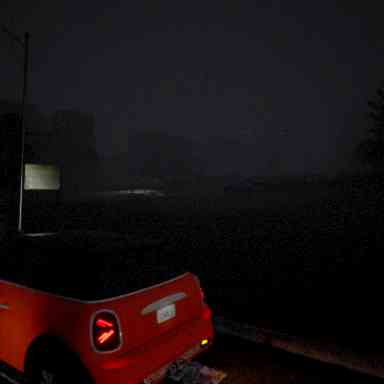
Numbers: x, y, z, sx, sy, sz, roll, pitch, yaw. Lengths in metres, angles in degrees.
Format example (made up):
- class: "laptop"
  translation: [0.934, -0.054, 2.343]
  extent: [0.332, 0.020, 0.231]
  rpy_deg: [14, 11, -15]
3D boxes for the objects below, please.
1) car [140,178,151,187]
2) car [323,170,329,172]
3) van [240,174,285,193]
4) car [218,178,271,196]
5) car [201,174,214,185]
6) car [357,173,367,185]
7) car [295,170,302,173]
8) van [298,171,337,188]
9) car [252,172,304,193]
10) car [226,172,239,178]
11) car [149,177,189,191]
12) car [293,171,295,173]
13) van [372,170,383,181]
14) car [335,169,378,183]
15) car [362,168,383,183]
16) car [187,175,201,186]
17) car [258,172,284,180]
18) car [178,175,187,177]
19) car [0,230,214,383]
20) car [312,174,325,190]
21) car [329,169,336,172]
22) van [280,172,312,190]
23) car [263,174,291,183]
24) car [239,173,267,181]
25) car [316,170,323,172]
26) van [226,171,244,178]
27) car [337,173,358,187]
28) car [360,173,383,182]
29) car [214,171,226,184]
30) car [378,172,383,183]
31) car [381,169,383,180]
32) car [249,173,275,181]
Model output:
- class: "car"
  translation: [-6.035, -1.471, 50.784]
  extent: [4.674, 1.452, 2.002]
  rpy_deg: [2, 5, 30]
- class: "car"
  translation: [30.095, -4.598, 80.764]
  extent: [4.553, 1.767, 2.185]
  rpy_deg: [2, 6, 31]
- class: "van"
  translation: [8.569, -0.801, 40.625]
  extent: [4.442, 1.987, 1.878]
  rpy_deg: [4, 7, 32]
- class: "car"
  translation: [6.107, -0.399, 38.868]
  extent: [5.008, 1.535, 2.097]
  rpy_deg: [4, 7, 32]
- class: "car"
  translation: [0.705, -2.046, 56.472]
  extent: [4.792, 1.488, 2.163]
  rpy_deg: [2, 6, 30]
- class: "car"
  translation: [24.985, -1.853, 53.670]
  extent: [4.792, 1.488, 2.163]
  rpy_deg: [4, 7, 31]
- class: "car"
  translation: [21.032, -3.752, 73.340]
  extent: [4.892, 1.521, 2.231]
  rpy_deg: [2, 6, 30]
- class: "van"
  translation: [18.004, -1.542, 48.012]
  extent: [4.442, 1.987, 1.878]
  rpy_deg: [4, 7, 32]
- class: "car"
  translation: [10.799, -1.019, 42.537]
  extent: [5.566, 2.045, 2.435]
  rpy_deg: [4, 7, 32]
- class: "car"
  translation: [5.243, -2.451, 60.242]
  extent: [5.008, 1.535, 2.097]
  rpy_deg: [2, 5, 30]
- class: "car"
  translation: [-3.183, -0.988, 46.523]
  extent: [4.718, 1.301, 1.895]
  rpy_deg: [-5, 7, -40]
- class: "car"
  translation: [18.774, -3.567, 71.477]
  extent: [4.892, 1.521, 2.231]
  rpy_deg: [2, 6, 30]
- class: "van"
  translation: [36.690, -3.049, 63.069]
  extent: [4.442, 1.987, 1.878]
  rpy_deg: [4, 7, 30]
- class: "car"
  translation: [27.335, -2.321, 55.522]
  extent: [5.566, 2.045, 2.435]
  rpy_deg: [4, 7, 31]
- class: "car"
  translation: [31.997, -2.700, 59.310]
  extent: [5.566, 2.045, 2.435]
  rpy_deg: [4, 7, 30]
- class: "car"
  translation: [-1.501, -2.011, 54.537]
  extent: [4.553, 1.767, 2.185]
  rpy_deg: [2, 6, 30]
- class: "car"
  translation: [16.510, -3.383, 69.619]
  extent: [5.008, 1.535, 2.097]
  rpy_deg: [2, 5, 30]
- class: "car"
  translation: [-3.753, -1.669, 52.663]
  extent: [4.792, 1.488, 2.163]
  rpy_deg: [2, 5, 30]
- class: "car"
  translation: [-2.008, 1.348, 4.893]
  extent: [4.553, 1.767, 2.097]
  rpy_deg: [0, 0, 36]
- class: "car"
  translation: [15.518, -1.265, 46.248]
  extent: [4.553, 1.767, 2.185]
  rpy_deg: [4, 7, 32]
- class: "car"
  translation: [32.343, -4.642, 82.649]
  extent: [5.008, 1.535, 2.097]
  rpy_deg: [2, 6, 31]
- class: "van"
  translation: [13.082, -1.184, 44.430]
  extent: [4.442, 1.987, 1.878]
  rpy_deg: [4, 7, 32]
- class: "car"
  translation: [15.488, -2.438, 60.469]
  extent: [5.357, 1.411, 2.033]
  rpy_deg: [-5, 7, -39]
- class: "car"
  translation: [12.000, -3.011, 65.876]
  extent: [5.008, 1.535, 2.097]
  rpy_deg: [2, 5, 30]
- class: "car"
  translation: [27.812, -4.262, 78.946]
  extent: [4.674, 1.452, 2.002]
  rpy_deg: [2, 5, 30]
- class: "van"
  translation: [7.396, -2.866, 62.158]
  extent: [4.442, 1.987, 1.878]
  rpy_deg: [2, 6, 30]
- class: "car"
  translation: [22.616, -1.695, 51.802]
  extent: [4.892, 1.521, 2.231]
  rpy_deg: [4, 7, 31]
- class: "car"
  translation: [34.118, -2.656, 61.340]
  extent: [5.366, 1.575, 1.946]
  rpy_deg: [4, 7, 30]
- class: "car"
  translation: [3.012, -2.387, 58.318]
  extent: [4.553, 1.767, 2.185]
  rpy_deg: [2, 6, 30]
- class: "car"
  translation: [29.647, -2.261, 57.454]
  extent: [4.892, 1.521, 2.231]
  rpy_deg: [4, 7, 30]
- class: "car"
  translation: [41.231, -3.443, 66.908]
  extent: [5.566, 2.045, 2.435]
  rpy_deg: [4, 6, 30]
- class: "car"
  translation: [14.285, -3.166, 67.729]
  extent: [4.792, 1.488, 2.163]
  rpy_deg: [2, 5, 30]
